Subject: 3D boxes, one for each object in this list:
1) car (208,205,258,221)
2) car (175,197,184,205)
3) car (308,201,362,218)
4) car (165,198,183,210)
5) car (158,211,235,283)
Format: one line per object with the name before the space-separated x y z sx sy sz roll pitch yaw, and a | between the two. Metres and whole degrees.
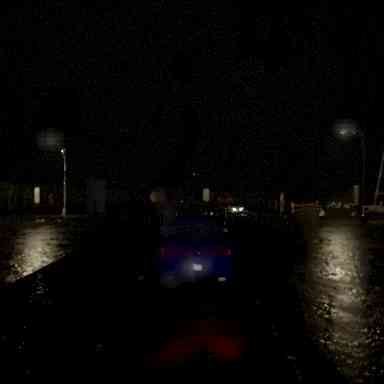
car | 3.330 1.770 27.681 2.033 1.411 5.357 0 -1 45
car | -2.745 1.836 66.741 2.097 1.767 4.553 0 0 0
car | 13.876 1.681 32.366 4.892 1.490 1.837 0 0 2
car | -2.824 1.929 48.857 1.994 1.385 4.181 0 0 0
car | 0.102 1.557 9.953 1.882 1.535 5.008 0 0 0
